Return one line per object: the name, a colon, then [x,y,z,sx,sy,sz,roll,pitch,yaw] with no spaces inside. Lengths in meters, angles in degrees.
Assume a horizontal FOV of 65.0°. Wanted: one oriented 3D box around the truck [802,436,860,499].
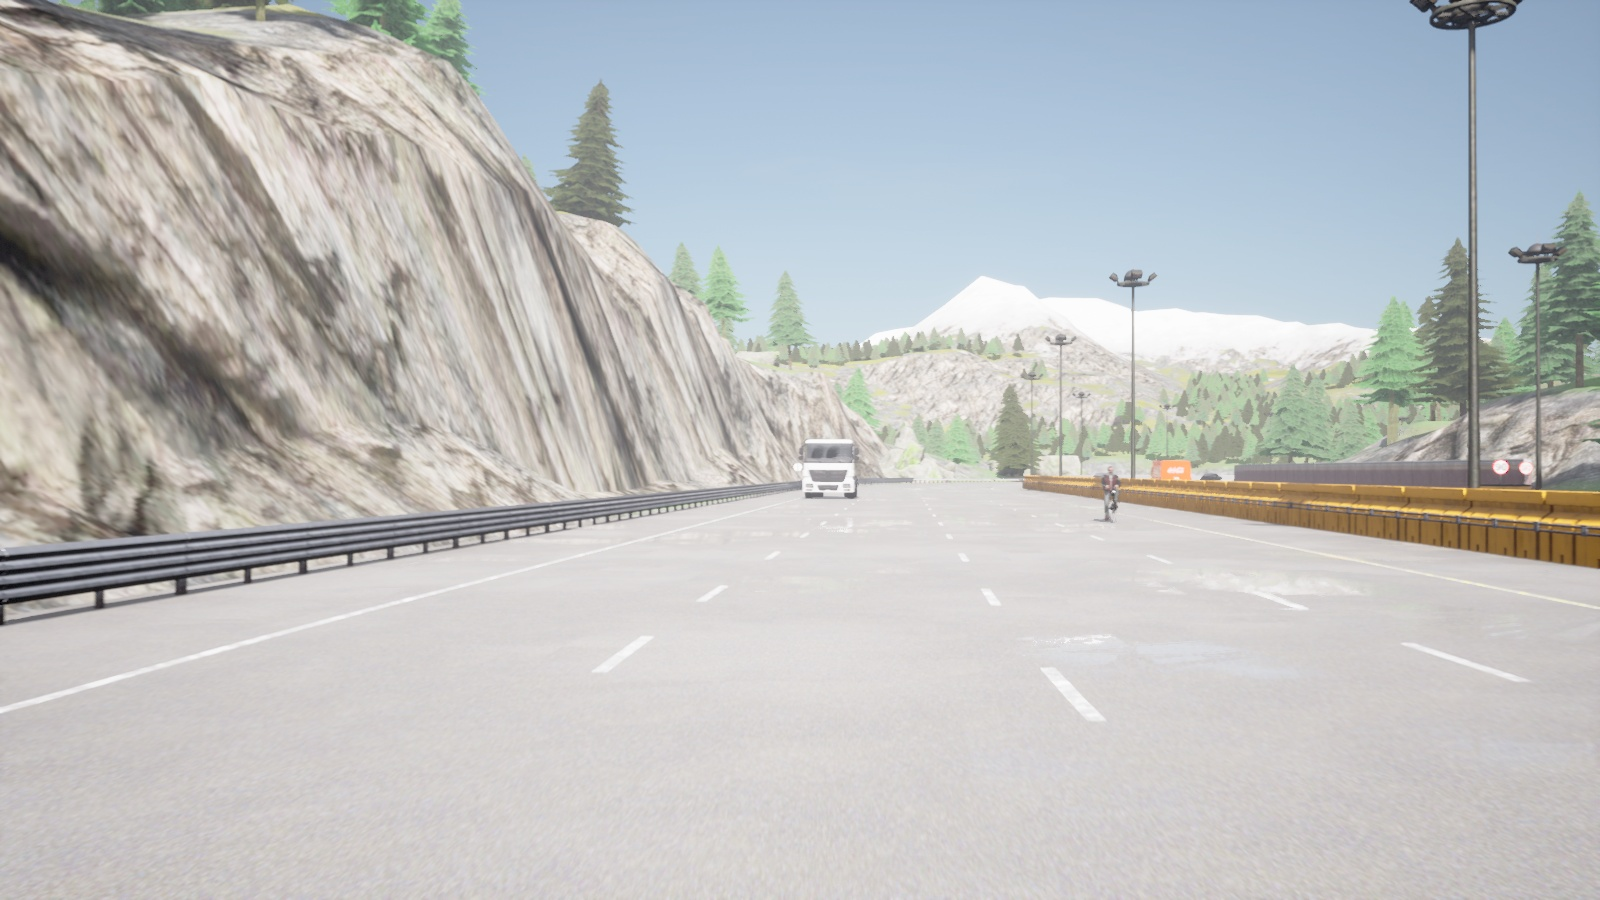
truck: [1.896,1.053,73.310,2.891,3.462,7.936,0,-1,5]
